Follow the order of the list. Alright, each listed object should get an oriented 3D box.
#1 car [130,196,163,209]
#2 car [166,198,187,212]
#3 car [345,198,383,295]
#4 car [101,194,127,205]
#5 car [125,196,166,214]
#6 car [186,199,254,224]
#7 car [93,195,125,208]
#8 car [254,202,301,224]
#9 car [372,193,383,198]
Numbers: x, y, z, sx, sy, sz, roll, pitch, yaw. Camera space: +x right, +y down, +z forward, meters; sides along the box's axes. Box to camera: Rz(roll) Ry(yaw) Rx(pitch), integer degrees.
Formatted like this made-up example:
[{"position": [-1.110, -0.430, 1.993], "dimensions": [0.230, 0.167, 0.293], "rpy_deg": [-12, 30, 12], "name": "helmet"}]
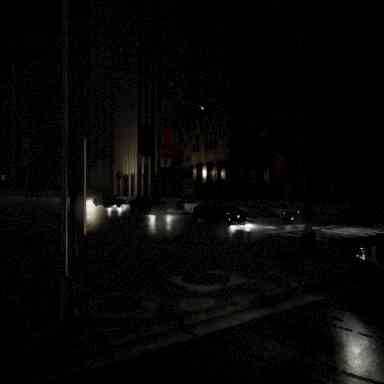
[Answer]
[{"position": [-5.280, 1.154, 38.114], "dimensions": [1.895, 1.301, 4.718], "rpy_deg": [0, 1, -35], "name": "car"}, {"position": [-0.088, 1.269, 30.627], "dimensions": [1.895, 1.301, 4.718], "rpy_deg": [0, 1, -35], "name": "car"}, {"position": [6.052, 1.213, 7.394], "dimensions": [5.566, 2.045, 2.150], "rpy_deg": [0, 0, -29], "name": "car"}, {"position": [-10.912, 1.030, 46.265], "dimensions": [1.895, 1.301, 4.718], "rpy_deg": [0, 1, -34], "name": "car"}, {"position": [-4.077, 1.106, 30.674], "dimensions": [1.882, 1.535, 5.008], "rpy_deg": [0, 1, -35], "name": "car"}, {"position": [1.746, 1.323, 22.290], "dimensions": [1.994, 1.385, 4.181], "rpy_deg": [0, 1, -35], "name": "car"}, {"position": [-10.115, 1.043, 39.371], "dimensions": [2.033, 1.411, 5.357], "rpy_deg": [0, 1, -35], "name": "car"}, {"position": [5.156, 1.387, 23.105], "dimensions": [1.895, 1.301, 4.718], "rpy_deg": [0, 1, -35], "name": "car"}, {"position": [13.507, 1.095, 22.818], "dimensions": [2.150, 2.045, 5.566], "rpy_deg": [0, 1, -34], "name": "car"}]
